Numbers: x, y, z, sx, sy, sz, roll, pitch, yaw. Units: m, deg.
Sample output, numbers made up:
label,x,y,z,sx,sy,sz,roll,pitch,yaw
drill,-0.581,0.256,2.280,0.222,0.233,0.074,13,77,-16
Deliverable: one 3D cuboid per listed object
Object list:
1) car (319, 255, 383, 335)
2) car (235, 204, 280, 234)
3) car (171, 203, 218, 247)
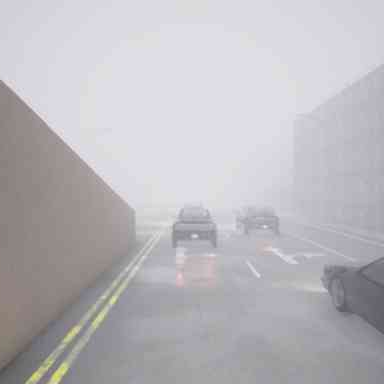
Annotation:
label,x,y,z,sx,sy,sz,roll,pitch,yaw
car,3.602,1.537,4.556,2.033,1.411,5.357,0,0,0
car,3.604,1.464,18.838,1.837,1.490,4.892,0,0,0
car,0.104,1.459,14.962,2.128,1.511,4.902,0,0,0
